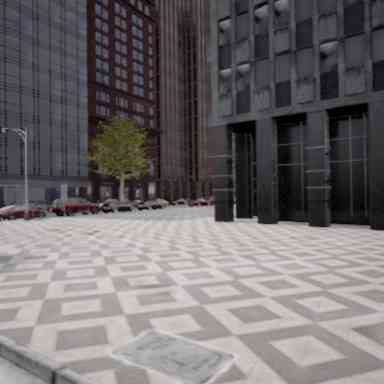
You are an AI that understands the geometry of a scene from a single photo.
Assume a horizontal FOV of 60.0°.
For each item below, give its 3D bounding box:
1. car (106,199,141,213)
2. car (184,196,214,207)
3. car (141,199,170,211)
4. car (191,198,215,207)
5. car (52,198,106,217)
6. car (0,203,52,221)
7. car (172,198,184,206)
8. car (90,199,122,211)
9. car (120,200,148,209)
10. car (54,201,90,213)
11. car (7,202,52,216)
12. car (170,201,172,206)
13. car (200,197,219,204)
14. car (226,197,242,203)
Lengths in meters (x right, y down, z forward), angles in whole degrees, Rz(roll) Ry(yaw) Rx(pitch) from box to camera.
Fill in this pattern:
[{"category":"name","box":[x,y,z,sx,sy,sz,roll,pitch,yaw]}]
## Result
[{"category":"car","box":[-8.427,1.747,38.184,1.947,1.339,4.313,-1,-1,35]},{"category":"car","box":[1.156,1.687,52.123,1.887,1.381,4.507,-1,-1,35]},{"category":"car","box":[-5.233,1.732,42.829,1.947,1.339,4.313,-1,-1,35]},{"category":"car","box":[2.001,1.784,57.890,1.895,1.301,4.718,-1,-1,34]},{"category":"car","box":[-11.625,1.512,33.540,2.192,1.841,5.009,-1,0,35]},{"category":"car","box":[-14.816,1.798,28.890,1.802,1.307,4.206,-1,0,35]},{"category":"car","box":[-2.668,1.865,61.605,1.947,1.339,4.313,-1,-1,35]},{"category":"car","box":[-12.256,1.774,47.664,1.967,1.590,4.097,-1,0,35]},{"category":"car","box":[-9.058,1.903,52.310,1.802,1.307,4.206,-1,-1,35]},{"category":"car","box":[-15.448,1.931,43.016,1.802,1.307,4.206,-1,0,35]},{"category":"car","box":[-18.643,1.930,38.369,1.947,1.339,4.313,-1,0,35]},{"category":"car","box":[-5.961,1.835,56.817,1.752,1.417,4.829,-1,-1,35]},{"category":"car","box":[3.721,1.827,70.899,1.887,1.381,4.507,-1,-1,35]},{"category":"car","box":[10.113,1.831,80.193,1.947,1.339,4.313,-1,-1,35]}]
